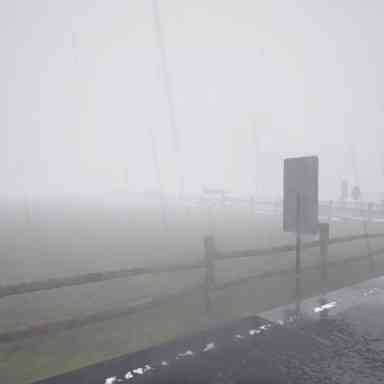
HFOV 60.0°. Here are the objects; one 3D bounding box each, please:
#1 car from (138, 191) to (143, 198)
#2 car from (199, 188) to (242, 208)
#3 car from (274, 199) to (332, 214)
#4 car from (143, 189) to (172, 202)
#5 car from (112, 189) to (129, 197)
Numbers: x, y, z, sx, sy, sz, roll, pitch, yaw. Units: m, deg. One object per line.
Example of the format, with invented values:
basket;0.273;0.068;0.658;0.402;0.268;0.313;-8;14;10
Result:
car;-7.432;0.366;56.048;1.882;1.535;5.008;1;1;-35
car;2.987;0.581;36.090;2.150;2.045;5.566;1;1;-35
car;9.053;1.086;27.445;1.882;1.535;5.008;1;1;-35
car;-4.634;0.412;46.969;2.097;1.767;4.553;1;1;-35
car;-14.064;0.120;65.481;2.128;1.511;4.902;1;1;-35
